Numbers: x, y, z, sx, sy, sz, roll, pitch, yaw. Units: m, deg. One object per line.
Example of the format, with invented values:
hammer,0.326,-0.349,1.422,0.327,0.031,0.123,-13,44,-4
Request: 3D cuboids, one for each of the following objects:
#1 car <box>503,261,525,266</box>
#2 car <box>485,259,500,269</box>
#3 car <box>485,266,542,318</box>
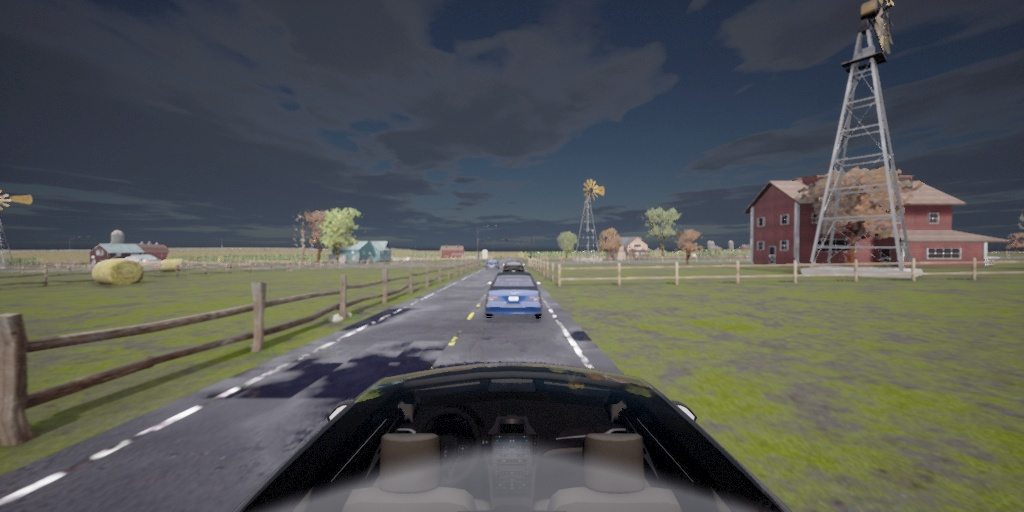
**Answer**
car,0.152,1.164,33.087,1.882,1.535,5.008,0,0,0
car,-2.723,1.183,50.525,1.812,1.442,4.674,0,0,0
car,0.070,1.273,12.884,2.033,1.411,5.357,0,0,1
